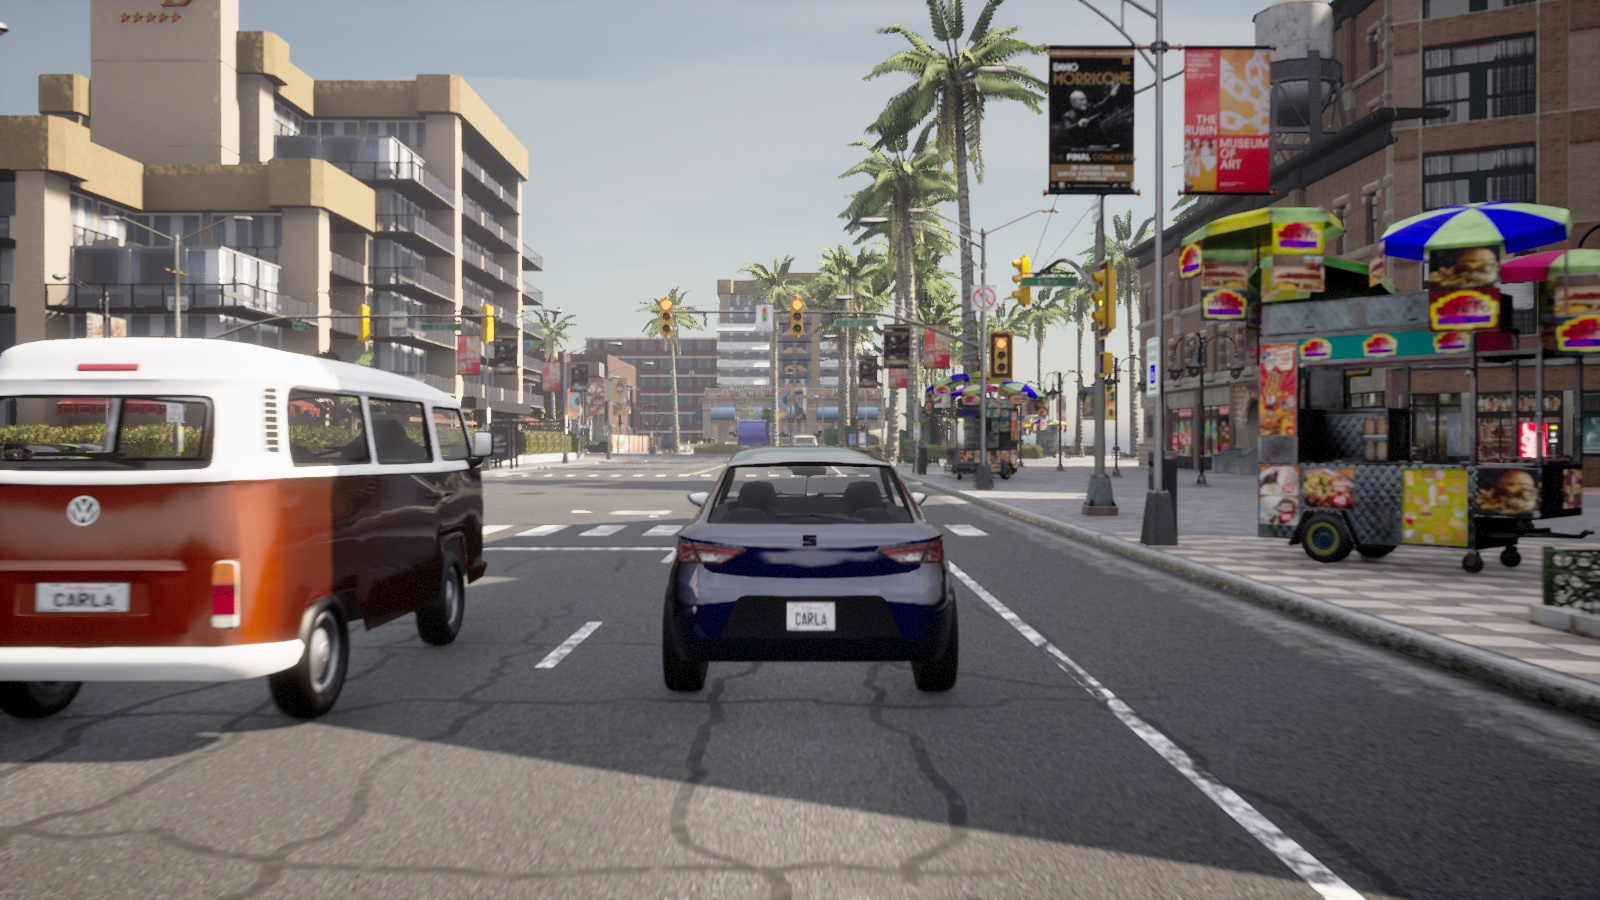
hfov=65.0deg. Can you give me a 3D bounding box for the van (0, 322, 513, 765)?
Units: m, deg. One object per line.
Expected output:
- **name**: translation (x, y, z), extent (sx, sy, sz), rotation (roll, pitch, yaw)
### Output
- **van**: translation (-3.391, 0.418, 8.029), extent (2.069, 2.038, 4.480), rotation (0, 0, 0)

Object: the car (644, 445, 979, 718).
- **car**: translation (0.057, 0.705, 8.906), extent (1.816, 1.474, 4.193), rotation (0, 0, 0)

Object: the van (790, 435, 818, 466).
- **van**: translation (0.268, -0.008, 82.370), extent (1.775, 1.987, 4.442), rotation (0, 0, 0)

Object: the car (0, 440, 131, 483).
- **car**: translation (-27.084, 0.391, 45.622), extent (4.514, 1.525, 2.007), rotation (0, 0, 0)

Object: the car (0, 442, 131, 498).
- **car**: translation (-20.801, 0.533, 34.179), extent (4.193, 1.474, 1.816), rotation (0, 0, -1)

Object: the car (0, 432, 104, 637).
- **car**: translation (-6.957, 0.636, 8.467), extent (2.007, 1.525, 4.514), rotation (0, 0, 0)
